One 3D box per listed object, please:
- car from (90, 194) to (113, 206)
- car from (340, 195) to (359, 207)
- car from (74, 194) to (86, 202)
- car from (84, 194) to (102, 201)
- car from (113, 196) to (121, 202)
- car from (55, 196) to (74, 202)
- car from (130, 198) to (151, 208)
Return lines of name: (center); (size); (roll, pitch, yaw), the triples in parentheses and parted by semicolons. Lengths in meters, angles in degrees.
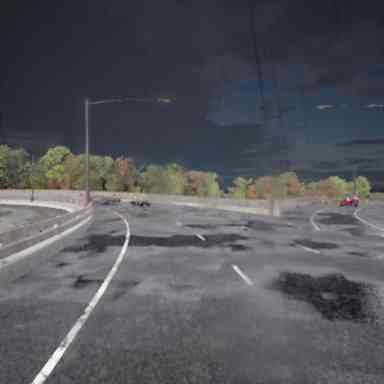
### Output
car: (-14.796, 1.423, 53.296); (2.128, 1.511, 4.902); (0, 0, -30)
car: (22.316, 1.155, 46.900); (2.097, 1.767, 4.553); (0, -1, 31)
car: (-24.236, 1.289, 72.216); (2.097, 1.767, 4.553); (0, 0, -42)
car: (-22.504, 1.269, 75.524); (1.812, 1.442, 4.674); (0, 0, -44)
car: (-16.180, 1.449, 67.895); (1.994, 1.385, 4.181); (0, 0, -39)
car: (-27.546, 1.481, 70.661); (1.812, 1.442, 4.674); (0, 0, -44)
car: (-7.424, 1.509, 47.118); (1.895, 1.301, 4.718); (0, 0, -26)
